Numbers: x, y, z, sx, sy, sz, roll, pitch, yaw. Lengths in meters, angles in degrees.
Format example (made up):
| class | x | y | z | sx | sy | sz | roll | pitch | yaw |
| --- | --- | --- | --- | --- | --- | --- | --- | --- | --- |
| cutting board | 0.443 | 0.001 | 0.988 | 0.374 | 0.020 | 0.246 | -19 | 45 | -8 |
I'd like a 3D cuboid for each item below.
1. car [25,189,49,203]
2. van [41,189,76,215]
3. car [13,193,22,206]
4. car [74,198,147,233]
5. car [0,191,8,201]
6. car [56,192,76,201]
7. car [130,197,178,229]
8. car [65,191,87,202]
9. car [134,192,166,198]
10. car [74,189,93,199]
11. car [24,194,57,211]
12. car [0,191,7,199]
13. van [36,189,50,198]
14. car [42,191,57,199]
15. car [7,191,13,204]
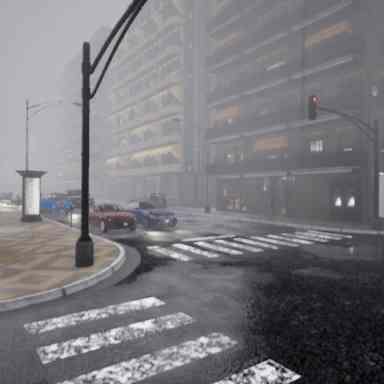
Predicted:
| class | x | y | z | sx | sy | sz | roll | pitch | yaw |
| --- | --- | --- | --- | --- | --- | --- | --- | --- | --- |
| car | -21.298 | 0.574 | 45.576 | 2.097 | 1.767 | 4.553 | 1 | 1 | -35 |
| van | -11.037 | 0.872 | 26.749 | 1.690 | 1.788 | 3.998 | 2 | 0 | -36 |
| car | -17.644 | 0.900 | 35.937 | 1.887 | 1.381 | 4.507 | 2 | 0 | -36 |
| car | -4.442 | 1.252 | 17.562 | 1.887 | 1.381 | 4.507 | 2 | 0 | -36 |
| car | -27.543 | 0.531 | 49.718 | 1.967 | 1.590 | 4.097 | 2 | 0 | -36 |
| car | -20.745 | 0.728 | 54.614 | 1.947 | 1.339 | 4.313 | 2 | 0 | -36 |
| car | -2.678 | 1.246 | 19.527 | 1.812 | 1.442 | 4.674 | 1 | 1 | -36 |
| car | -17.441 | 0.690 | 50.020 | 1.967 | 1.590 | 4.097 | 2 | 0 | -36 |
| car | -4.235 | 0.917 | 31.645 | 2.192 | 1.841 | 5.009 | 2 | 0 | -36 |
| car | -10.734 | 0.727 | 30.746 | 2.150 | 2.045 | 5.566 | 1 | 0 | -36 |
| car | -14.343 | 0.988 | 31.343 | 1.887 | 1.381 | 4.507 | 2 | 0 | -36 |
| car | -34.147 | 0.460 | 58.906 | 1.887 | 1.381 | 4.507 | 2 | 0 | -36 |
| van | -30.641 | 0.240 | 68.396 | 1.690 | 1.788 | 3.998 | 2 | 0 | -36 |
| car | -27.445 | 0.509 | 63.940 | 1.752 | 1.417 | 4.829 | 2 | 0 | -36 |
| car | -20.845 | 0.795 | 40.393 | 1.752 | 1.417 | 4.829 | 2 | 0 | -36 |
